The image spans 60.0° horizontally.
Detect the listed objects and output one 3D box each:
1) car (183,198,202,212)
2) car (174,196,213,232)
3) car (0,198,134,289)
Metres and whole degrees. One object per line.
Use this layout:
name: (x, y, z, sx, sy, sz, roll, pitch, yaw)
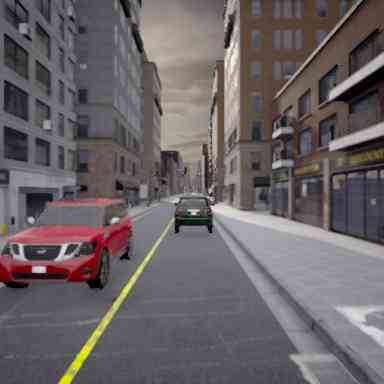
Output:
car: (0.088, 1.479, 39.010, 2.128, 1.511, 4.902, 0, 0, 0)
car: (0.093, 1.221, 20.208, 2.150, 2.045, 5.566, 0, 0, 0)
car: (-3.104, 1.222, 9.519, 2.150, 2.045, 5.566, 0, 0, 0)
